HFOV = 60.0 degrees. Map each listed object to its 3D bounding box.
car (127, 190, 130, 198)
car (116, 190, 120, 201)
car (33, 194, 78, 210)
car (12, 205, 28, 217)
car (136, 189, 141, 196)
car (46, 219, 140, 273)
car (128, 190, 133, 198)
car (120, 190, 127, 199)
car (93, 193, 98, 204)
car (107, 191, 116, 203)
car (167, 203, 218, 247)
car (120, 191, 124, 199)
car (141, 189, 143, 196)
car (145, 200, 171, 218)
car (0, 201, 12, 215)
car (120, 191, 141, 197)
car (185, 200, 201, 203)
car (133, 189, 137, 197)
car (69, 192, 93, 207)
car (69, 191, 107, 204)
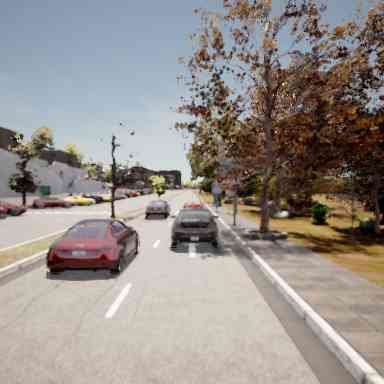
[{"bbox_3d":[-16.812,0.952,73.614,4.674,1.452,2.002,-1,1,-20],"label":"car"},{"bbox_3d":[-16.848,0.869,61.587,5.566,2.045,2.435,-1,1,-20],"label":"car"},{"bbox_3d":[-16.810,1.334,40.594,4.792,1.488,2.163,-1,0,-20],"label":"car"},{"bbox_3d":[-16.820,1.396,28.588,4.792,1.488,2.163,-1,0,-20],"label":"car"},{"bbox_3d":[-16.779,0.411,85.626,5.566,2.045,2.435,-1,1,-20],"label":"car"},{"bbox_3d":[-2.898,1.529,10.546,1.994,1.385,4.181,0,0,0],"label":"car"},{"bbox_3d":[-16.800,0.851,76.613,5.008,1.535,2.097,-1,2,-20],"label":"car"},{"bbox_3d":[-16.844,0.845,70.600,4.553,1.767,2.185,-1,1,-20],"label":"car"},{"bbox_3d":[-16.833,1.289,49.590,4.674,1.452,2.002,-1,0,-20],"label":"car"},{"bbox_3d":[-16.650,1.154,58.663,5.366,1.575,1.946,-1,0,-20],"label":"car"},{"bbox_3d":[0.103,1.449,14.659,1.837,1.490,4.892,0,0,0],"label":"car"},{"bbox_3d":[-16.817,1.068,67.615,4.674,1.452,2.002,-1,1,-20],"label":"car"},{"bbox_3d":[-16.623,0.595,88.682,5.366,1.575,1.946,-1,1,-20],"label":"car"},{"bbox_3d":[-2.895,1.420,28.922,2.033,1.411,5.357,0,0,0],"label":"car"},{"bbox_3d":[-16.843,1.422,25.569,4.674,1.452,2.002,-1,1,-20],"label":"car"},{"bbox_3d":[-16.968,0.546,91.548,5.366,1.575,1.946,-1,1,-20],"label":"car"},{"bbox_3d":[0.106,1.454,32.566,1.895,1.301,4.718,0,0,0],"label":"car"},{"bbox_3d":[-16.776,0.752,82.629,4.792,1.488,2.163,-1,1,-20],"label":"car"},{"bbox_3d":[-17.003,1.270,46.517,5.366,1.575,1.946,-1,1,-20],"label":"car"},{"bbox_3d":[-16.804,0.975,52.607,5.566,2.045,2.435,-1,0,-20],"label":"car"}]
